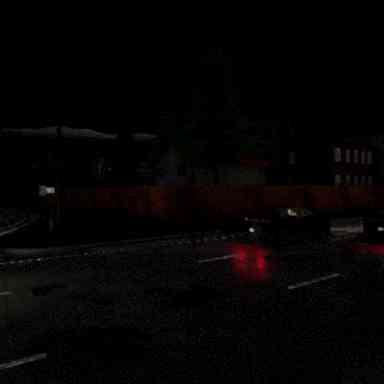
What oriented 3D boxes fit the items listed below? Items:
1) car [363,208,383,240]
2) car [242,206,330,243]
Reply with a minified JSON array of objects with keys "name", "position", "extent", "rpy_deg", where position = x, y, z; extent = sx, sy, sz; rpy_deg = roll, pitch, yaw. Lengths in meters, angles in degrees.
[{"name":"car","position":[9.717,1.344,15.025],"extent":[5.008,1.535,1.882],"rpy_deg":[-1,0,-36]},{"name":"car","position":[4.518,1.392,15.602],"extent":[4.902,1.511,2.128],"rpy_deg":[-1,0,-36]}]
